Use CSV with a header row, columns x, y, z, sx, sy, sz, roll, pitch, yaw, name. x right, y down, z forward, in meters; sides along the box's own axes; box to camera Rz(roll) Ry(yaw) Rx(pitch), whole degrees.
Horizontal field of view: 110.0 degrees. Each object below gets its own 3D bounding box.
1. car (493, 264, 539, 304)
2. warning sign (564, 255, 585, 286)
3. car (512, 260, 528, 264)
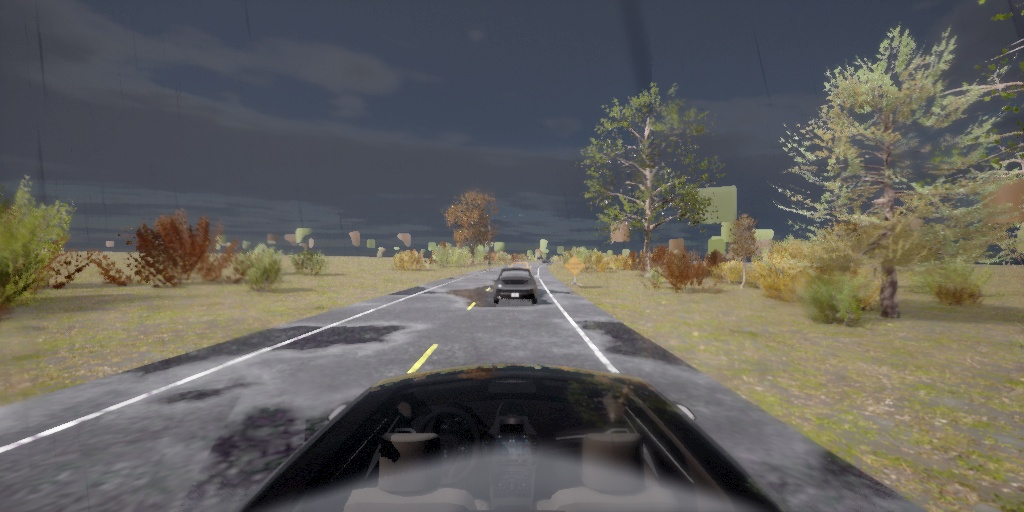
x,y,z,sx,sy,sz,roll,pitch,yaw,name
0.178,1.274,16.420,1.837,1.490,4.892,0,0,1,car
3.894,0.875,22.194,1.300,1.860,1.060,0,0,2,warning sign
0.712,1.258,31.370,1.882,1.535,5.008,0,0,3,car
